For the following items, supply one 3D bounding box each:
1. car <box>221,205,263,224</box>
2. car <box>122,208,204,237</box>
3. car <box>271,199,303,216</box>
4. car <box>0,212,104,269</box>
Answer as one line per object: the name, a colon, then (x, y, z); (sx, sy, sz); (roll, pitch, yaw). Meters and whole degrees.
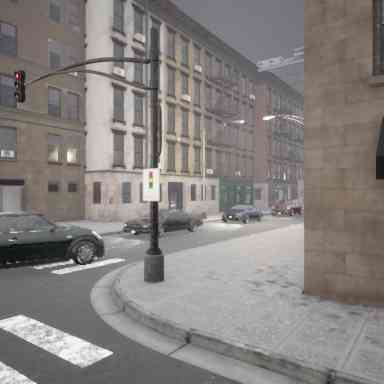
car: (4.044, 1.696, 26.529); (1.994, 1.385, 4.181); (0, 0, 36)
car: (-1.415, 1.630, 18.891); (2.033, 1.411, 5.357); (0, 0, 35)
car: (9.966, 1.538, 34.810); (2.097, 1.767, 4.553); (0, 0, 35)
car: (-5.037, 1.381, 10.140); (4.553, 1.767, 2.097); (0, -1, -40)
